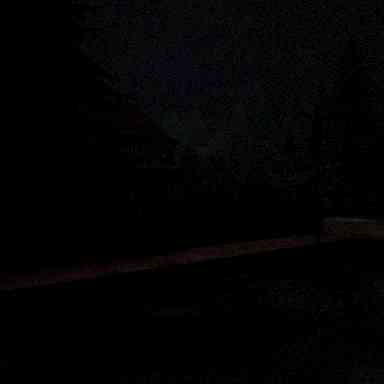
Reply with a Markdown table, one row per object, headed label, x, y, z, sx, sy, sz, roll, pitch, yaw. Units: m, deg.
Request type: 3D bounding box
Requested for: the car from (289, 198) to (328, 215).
| label | x | y | z | sx | sy | sz | roll | pitch | yaw |
| --- | --- | --- | --- | --- | --- | --- | --- | --- | --- |
| car | 9.022 | 1.315 | 28.338 | 1.882 | 1.535 | 5.008 | 0 | 0 | -36 |
